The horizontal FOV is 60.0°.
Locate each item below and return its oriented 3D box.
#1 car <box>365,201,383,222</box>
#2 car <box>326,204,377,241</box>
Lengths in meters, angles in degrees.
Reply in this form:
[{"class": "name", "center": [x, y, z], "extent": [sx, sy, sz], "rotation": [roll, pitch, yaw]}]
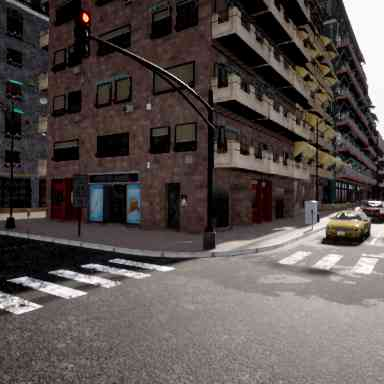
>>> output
[{"class": "car", "center": [14.405, 1.457, 26.411], "extent": [1.967, 1.590, 4.097], "rotation": [1, 1, 34]}, {"class": "car", "center": [8.021, 1.535, 16.899], "extent": [1.752, 1.417, 4.829], "rotation": [1, 1, 34]}]
